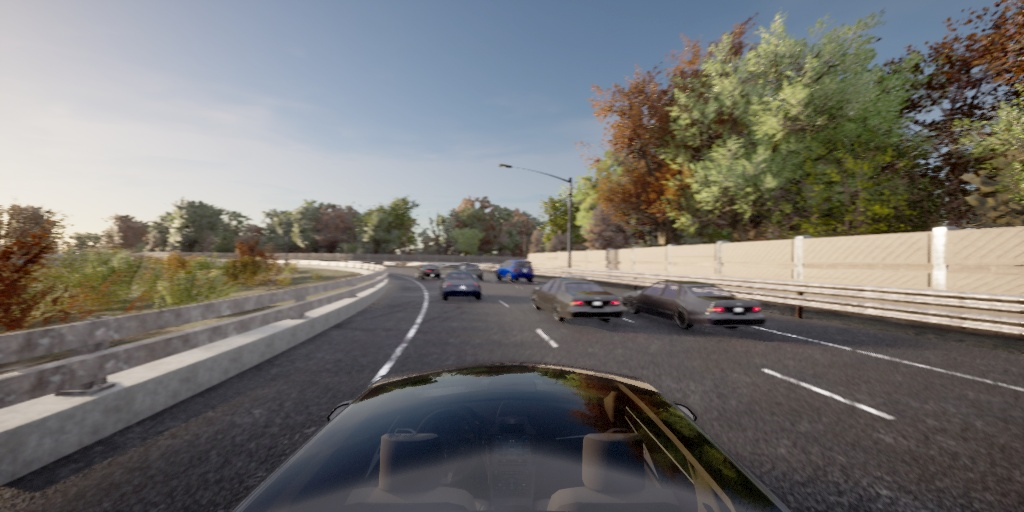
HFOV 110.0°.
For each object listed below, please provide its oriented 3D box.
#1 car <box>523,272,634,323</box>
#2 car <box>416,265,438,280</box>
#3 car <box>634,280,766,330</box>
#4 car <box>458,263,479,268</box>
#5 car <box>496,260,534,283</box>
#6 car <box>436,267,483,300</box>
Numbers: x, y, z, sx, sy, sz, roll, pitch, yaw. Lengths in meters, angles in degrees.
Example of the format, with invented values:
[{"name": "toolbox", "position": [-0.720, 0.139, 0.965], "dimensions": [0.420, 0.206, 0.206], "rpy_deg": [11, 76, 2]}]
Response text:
[{"name": "car", "position": [2.086, 1.489, 13.112], "dimensions": [2.033, 1.411, 5.357], "rpy_deg": [1, -1, -10]}, {"name": "car", "position": [-8.519, 1.602, 36.351], "dimensions": [1.837, 1.490, 4.892], "rpy_deg": [2, -1, -23]}, {"name": "car", "position": [5.707, 1.532, 12.165], "dimensions": [2.033, 1.411, 5.357], "rpy_deg": [1, -1, -9]}, {"name": "car", "position": [-4.213, 1.639, 35.100], "dimensions": [2.128, 1.511, 4.902], "rpy_deg": [1, -1, -21]}, {"name": "car", "position": [0.206, 1.415, 33.417], "dimensions": [2.150, 2.045, 5.566], "rpy_deg": [1, -1, -20]}, {"name": "car", "position": [-2.845, 1.514, 19.311], "dimensions": [1.994, 1.385, 4.181], "rpy_deg": [1, -1, -13]}]
